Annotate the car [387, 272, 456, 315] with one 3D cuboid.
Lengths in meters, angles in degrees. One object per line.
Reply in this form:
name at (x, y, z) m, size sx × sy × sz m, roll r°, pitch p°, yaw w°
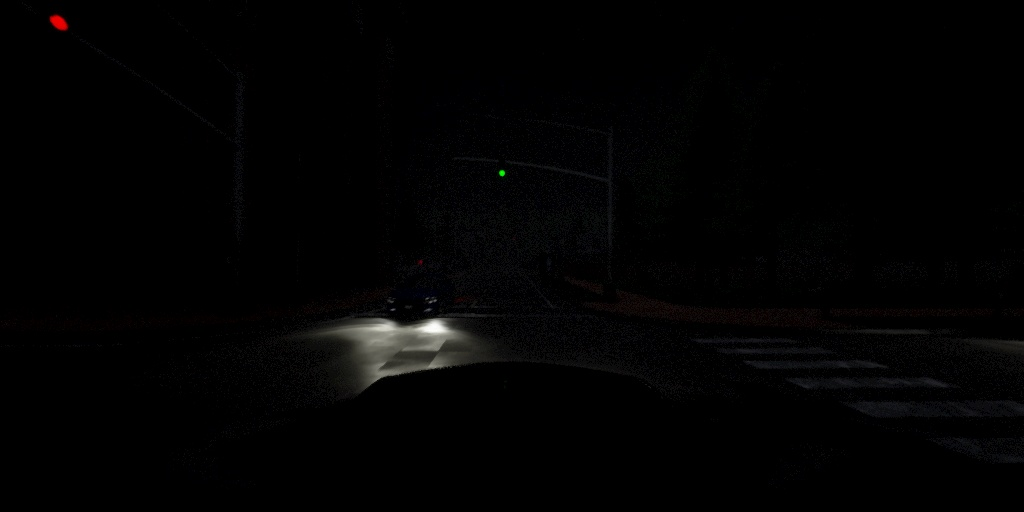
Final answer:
car at (-3.498, 1.456, 14.665) m, size 1.882 × 1.535 × 5.008 m, roll 0°, pitch 0°, yaw 0°
